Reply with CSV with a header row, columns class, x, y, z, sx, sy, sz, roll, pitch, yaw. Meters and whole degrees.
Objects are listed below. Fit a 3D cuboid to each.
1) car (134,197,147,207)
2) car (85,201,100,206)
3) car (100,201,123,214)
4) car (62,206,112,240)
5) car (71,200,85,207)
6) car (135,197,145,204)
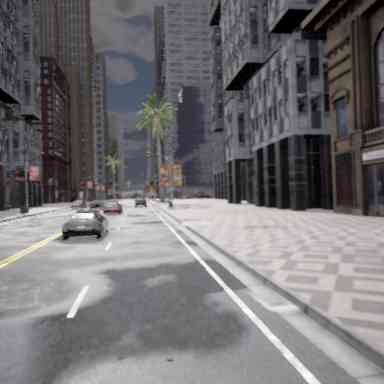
class,x,y,z,sx,sy,sz,roll,pitch,yaw
car,-8.518,1.713,55.477,1.837,1.490,4.892,-2,0,-9
car,-14.447,1.971,50.530,1.895,1.301,4.718,-2,0,-9
car,-8.964,1.774,37.932,1.994,1.385,4.181,-2,0,-9
car,-5.797,1.708,18.396,1.994,1.385,4.181,-2,0,-9
car,-18.256,2.008,53.774,1.812,1.442,4.674,-2,0,-9
car,-12.071,1.894,76.785,2.128,1.511,4.902,-2,0,-9
